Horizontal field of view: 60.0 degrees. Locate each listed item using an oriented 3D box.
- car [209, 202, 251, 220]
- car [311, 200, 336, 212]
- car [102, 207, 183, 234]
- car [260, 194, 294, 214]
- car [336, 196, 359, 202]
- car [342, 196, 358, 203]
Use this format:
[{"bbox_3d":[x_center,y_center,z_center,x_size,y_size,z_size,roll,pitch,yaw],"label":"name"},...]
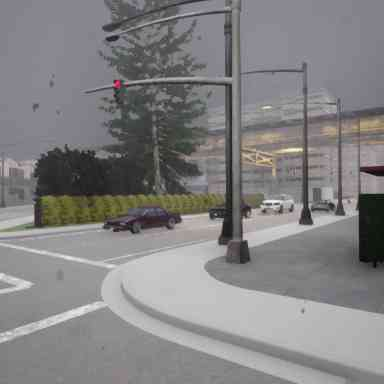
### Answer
[{"bbox_3d":[3.344,1.535,28.519,1.882,1.535,5.008,-1,0,36],"label":"car"},{"bbox_3d":[15.398,1.590,38.890,1.994,1.385,4.181,-1,0,36],"label":"car"},{"bbox_3d":[-2.771,1.602,20.068,2.033,1.411,5.357,-1,0,36],"label":"car"},{"bbox_3d":[9.639,1.281,37.189,2.150,2.045,5.566,-1,0,36],"label":"car"},{"bbox_3d":[31.871,1.364,68.050,4.536,1.218,1.853,0,0,-29],"label":"car"},{"bbox_3d":[31.827,1.522,68.023,4.974,1.542,2.038,0,0,-29],"label":"car"}]
